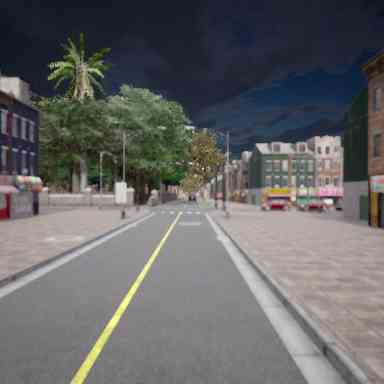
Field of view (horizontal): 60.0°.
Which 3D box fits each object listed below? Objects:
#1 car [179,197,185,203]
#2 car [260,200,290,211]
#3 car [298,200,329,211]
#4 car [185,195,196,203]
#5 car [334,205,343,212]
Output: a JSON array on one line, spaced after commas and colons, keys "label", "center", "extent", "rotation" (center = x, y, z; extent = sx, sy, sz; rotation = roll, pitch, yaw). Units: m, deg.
[{"label": "car", "center": [-2.705, 2.208, 91.635], "extent": [2.128, 1.511, 4.902], "rotation": [0, -1, 0]}, {"label": "car", "center": [11.857, 1.862, 47.643], "extent": [4.097, 1.590, 1.967], "rotation": [1, 0, 0]}, {"label": "car", "center": [17.291, 1.923, 47.640], "extent": [4.097, 1.590, 1.967], "rotation": [1, 0, 0]}, {"label": "car", "center": [0.041, 1.737, 84.546], "extent": [2.150, 2.045, 5.566], "rotation": [0, -1, 0]}, {"label": "car", "center": [22.724, 2.111, 47.636], "extent": [4.313, 1.339, 1.947], "rotation": [1, 0, 0]}]
